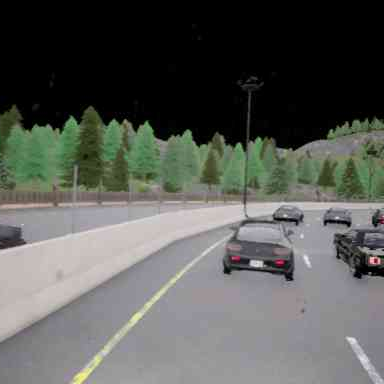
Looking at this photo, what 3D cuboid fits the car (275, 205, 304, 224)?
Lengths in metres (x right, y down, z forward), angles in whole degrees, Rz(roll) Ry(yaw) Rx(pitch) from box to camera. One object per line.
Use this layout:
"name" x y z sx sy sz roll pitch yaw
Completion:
"car" 7.681 1.747 26.300 1.994 1.385 4.181 3 0 24

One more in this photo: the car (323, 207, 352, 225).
"car" 11.682 1.929 26.635 1.994 1.385 4.181 3 0 25

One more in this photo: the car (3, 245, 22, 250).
"car" -6.000 1.223 7.131 2.033 1.411 5.357 3 0 11

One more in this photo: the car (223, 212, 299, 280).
"car" 2.097 1.555 10.176 1.812 1.442 4.674 3 0 14

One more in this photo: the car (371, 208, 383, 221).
"car" 15.437 2.044 26.404 1.837 1.490 4.892 3 0 26

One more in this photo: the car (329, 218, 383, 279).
"car" 5.706 1.795 10.358 1.895 1.301 4.718 3 0 14
